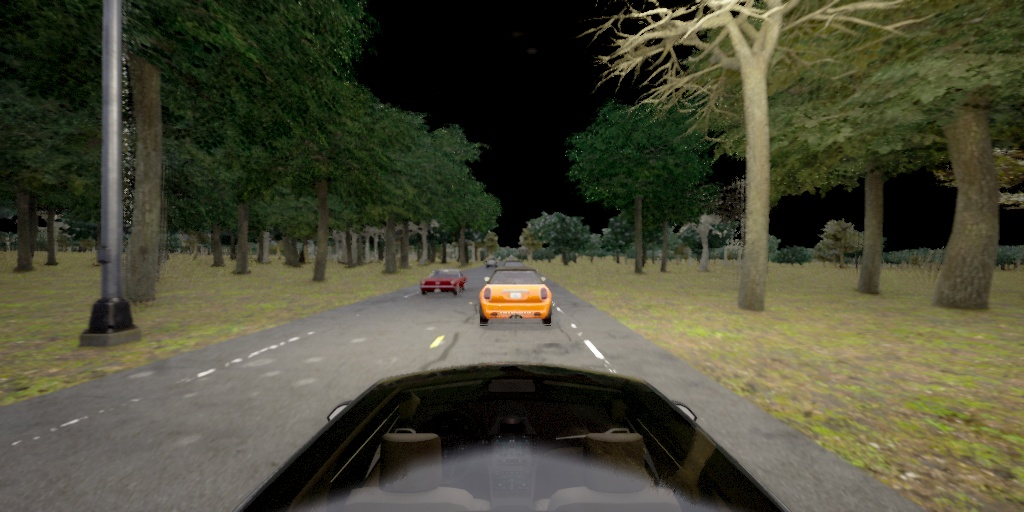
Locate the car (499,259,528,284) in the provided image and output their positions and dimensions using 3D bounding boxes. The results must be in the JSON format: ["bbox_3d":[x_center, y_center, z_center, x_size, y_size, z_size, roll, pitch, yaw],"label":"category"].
[{"bbox_3d":[0.110,1.137,28.334,2.097,1.767,4.553,0,0,0],"label":"car"}]

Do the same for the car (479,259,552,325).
[{"bbox_3d":[0.105,1.114,12.028,2.097,1.767,4.553,0,0,0],"label":"car"}]

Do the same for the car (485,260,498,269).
[{"bbox_3d":[-3.517,1.397,61.689,1.837,1.490,4.892,0,0,1],"label":"car"}]

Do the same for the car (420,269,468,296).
[{"bbox_3d":[-3.594,1.374,19.539,1.895,1.301,4.718,0,0,0],"label":"car"}]
